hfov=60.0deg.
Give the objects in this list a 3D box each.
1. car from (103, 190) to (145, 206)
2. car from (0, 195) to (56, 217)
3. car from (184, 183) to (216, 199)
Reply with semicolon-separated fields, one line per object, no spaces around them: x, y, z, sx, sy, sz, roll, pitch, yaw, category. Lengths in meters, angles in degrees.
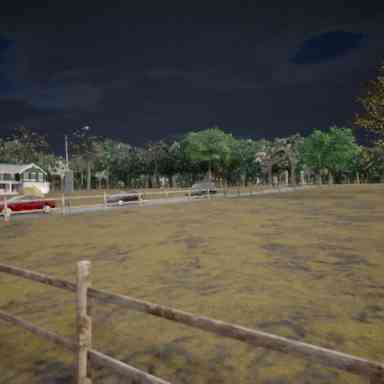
-7.005;0.627;34.580;1.837;1.490;4.892;-3;1;35;car
-13.190;1.009;25.912;1.882;1.535;5.008;-3;1;35;car
1.146;-0.211;46.002;2.150;2.045;5.566;-3;2;36;car
